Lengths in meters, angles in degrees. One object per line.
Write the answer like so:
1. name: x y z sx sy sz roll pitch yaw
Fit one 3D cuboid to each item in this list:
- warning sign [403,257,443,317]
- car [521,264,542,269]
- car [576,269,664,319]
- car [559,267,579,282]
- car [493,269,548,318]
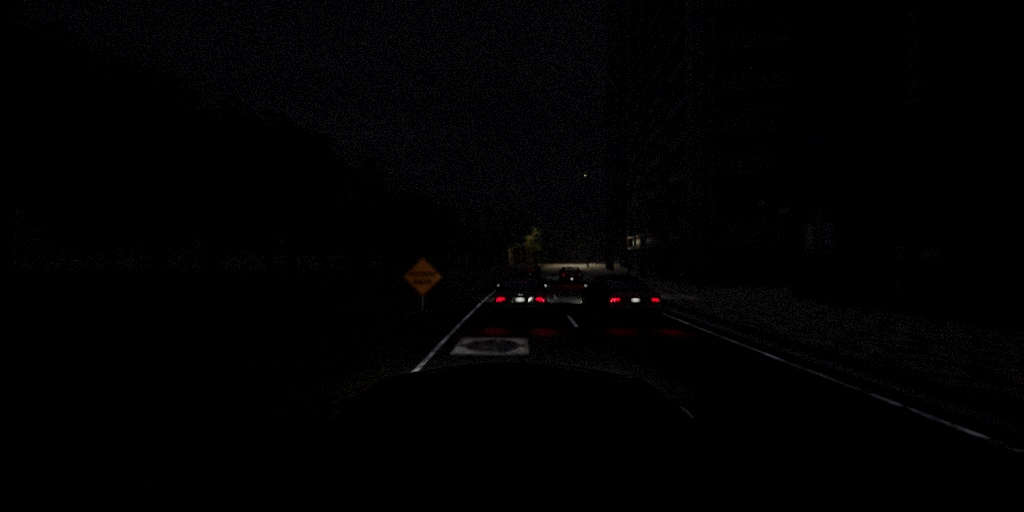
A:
1. warning sign: -2.871 0.950 11.528 1.300 1.860 1.060 0 0 2
2. car: 1.872 1.467 34.533 1.882 1.535 5.008 0 0 6
3. car: 3.851 1.402 13.336 2.033 1.411 5.357 0 0 3
4. car: 5.051 1.576 31.215 1.895 1.301 4.718 0 0 5
5. car: 0.352 1.400 13.428 2.033 1.411 5.357 0 0 2
